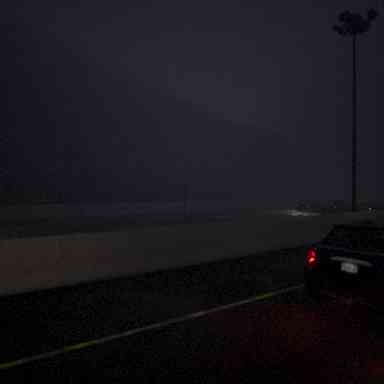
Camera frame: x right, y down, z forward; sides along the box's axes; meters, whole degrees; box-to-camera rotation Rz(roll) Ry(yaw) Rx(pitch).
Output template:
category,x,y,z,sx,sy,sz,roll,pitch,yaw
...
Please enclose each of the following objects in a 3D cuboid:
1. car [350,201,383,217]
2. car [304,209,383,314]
category,x,y,z,sx,sy,sz,roll,pitch,yaw
car,17.153,1.603,32.234,4.718,1.301,1.895,0,0,-45
car,4.459,1.353,7.116,4.553,1.767,2.097,0,0,-37
